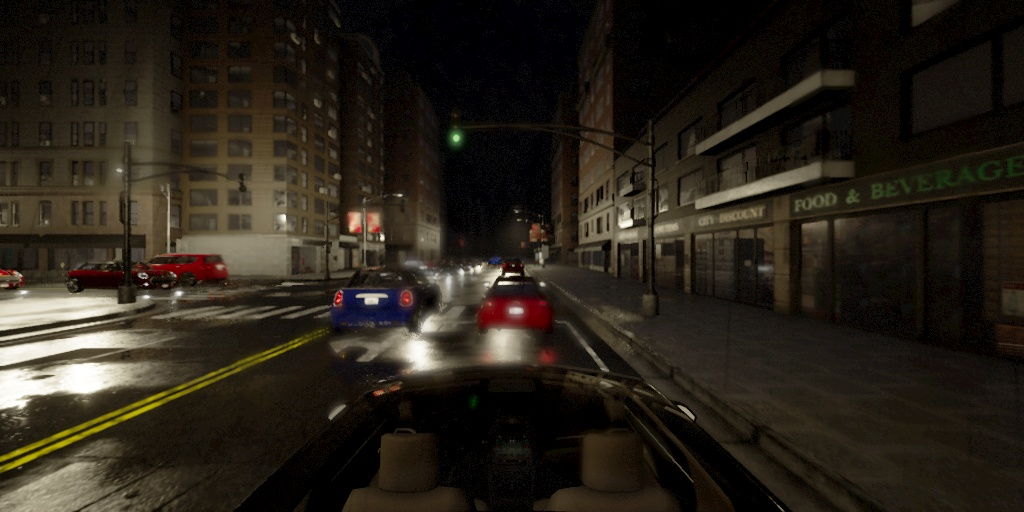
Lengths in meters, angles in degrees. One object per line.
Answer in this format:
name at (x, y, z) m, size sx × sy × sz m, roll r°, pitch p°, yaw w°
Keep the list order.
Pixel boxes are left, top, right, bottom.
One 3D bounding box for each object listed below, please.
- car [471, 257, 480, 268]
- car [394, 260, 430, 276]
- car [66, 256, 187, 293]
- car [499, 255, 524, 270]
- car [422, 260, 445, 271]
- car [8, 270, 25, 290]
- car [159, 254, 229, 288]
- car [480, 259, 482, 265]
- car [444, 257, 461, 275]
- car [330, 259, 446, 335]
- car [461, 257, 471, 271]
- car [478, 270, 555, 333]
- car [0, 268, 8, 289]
car at (-6.522, 1.034, 54.771) m, size 1.837 × 1.490 × 4.892 m, roll 0°, pitch 0°, yaw 1°
car at (-9.853, 1.152, 35.762) m, size 2.033 × 1.411 × 5.357 m, roll 0°, pitch 0°, yaw 0°
car at (-20.795, 1.017, 19.296) m, size 4.553 × 1.767 × 2.097 m, roll 0°, pitch 0°, yaw 2°
car at (0.098, 0.955, 36.078) m, size 2.097 × 1.767 × 4.553 m, roll 0°, pitch 0°, yaw 0°
car at (-9.835, 1.167, 45.354) m, size 1.895 × 1.301 × 4.718 m, roll 0°, pitch 0°, yaw 0°
car at (-29.678, 1.017, 19.403) m, size 4.553 × 1.767 × 2.097 m, roll 0°, pitch 0°, yaw 0°
car at (-21.078, 0.890, 22.519) m, size 5.566 × 2.045 × 2.150 m, roll 0°, pitch 0°, yaw -2°
car at (-6.505, 0.996, 64.803) m, size 1.837 × 1.490 × 4.892 m, roll 0°, pitch 0°, yaw 0°
car at (-6.600, 1.110, 35.675) m, size 1.837 × 1.490 × 4.892 m, roll 0°, pitch 0°, yaw 0°
car at (-3.386, 1.063, 10.509) m, size 2.097 × 1.767 × 4.553 m, roll 0°, pitch 0°, yaw -3°
car at (-6.589, 1.073, 44.787) m, size 1.837 × 1.490 × 4.892 m, roll 0°, pitch 0°, yaw 0°
car at (0.099, 1.274, 10.588) m, size 1.994 × 1.385 × 4.181 m, roll 0°, pitch 0°, yaw 0°
car at (-27.848, 0.978, 16.857) m, size 5.009 × 1.841 × 2.192 m, roll 0°, pitch 0°, yaw 0°
